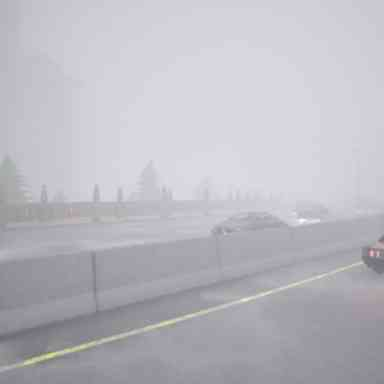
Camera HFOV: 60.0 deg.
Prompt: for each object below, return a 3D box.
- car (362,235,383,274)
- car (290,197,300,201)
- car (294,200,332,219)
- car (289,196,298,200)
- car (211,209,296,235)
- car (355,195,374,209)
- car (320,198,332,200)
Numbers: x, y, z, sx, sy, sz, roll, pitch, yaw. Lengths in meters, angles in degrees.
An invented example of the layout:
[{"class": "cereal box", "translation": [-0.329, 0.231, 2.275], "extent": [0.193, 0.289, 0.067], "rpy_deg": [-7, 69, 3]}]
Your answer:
[{"class": "car", "translation": [6.763, 1.619, 9.589], "extent": [4.718, 1.301, 1.895], "rpy_deg": [0, 0, -42]}, {"class": "car", "translation": [14.013, 1.690, 41.307], "extent": [1.882, 1.535, 5.008], "rpy_deg": [0, -1, 29]}, {"class": "car", "translation": [11.184, 1.694, 30.474], "extent": [1.994, 1.385, 4.181], "rpy_deg": [0, 0, 36]}, {"class": "car", "translation": [24.978, 1.659, 81.022], "extent": [2.097, 1.767, 4.553], "rpy_deg": [-1, -1, 3]}, {"class": "car", "translation": [2.811, 1.619, 15.771], "extent": [4.181, 1.385, 1.994], "rpy_deg": [0, 0, -44]}, {"class": "car", "translation": [25.798, 1.461, 49.845], "extent": [2.150, 2.045, 5.566], "rpy_deg": [0, -1, 21]}, {"class": "car", "translation": [27.231, 1.875, 67.788], "extent": [1.882, 1.535, 5.008], "rpy_deg": [0, -1, 12]}]
